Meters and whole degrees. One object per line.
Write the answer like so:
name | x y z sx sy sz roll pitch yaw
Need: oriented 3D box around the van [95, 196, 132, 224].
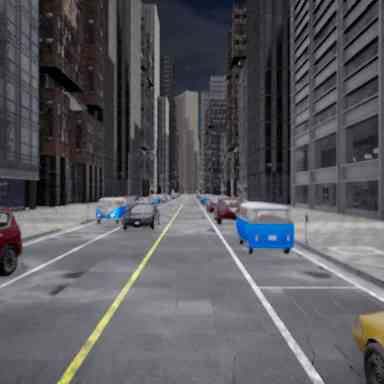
van | -5.821 1.319 24.338 1.690 1.788 3.998 0 0 0

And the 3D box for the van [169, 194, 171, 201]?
van | -5.928 1.289 69.214 1.690 1.788 3.998 0 0 0

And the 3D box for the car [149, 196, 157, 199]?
car | -5.862 1.517 41.166 2.008 1.369 4.403 0 0 0

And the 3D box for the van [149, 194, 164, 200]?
van | -5.888 1.300 52.385 1.690 1.788 3.998 0 0 0

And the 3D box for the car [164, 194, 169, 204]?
car | -5.915 1.391 63.604 1.967 1.590 4.097 0 0 0

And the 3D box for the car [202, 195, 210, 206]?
car | 2.664 1.407 41.195 1.967 1.590 4.097 0 0 0

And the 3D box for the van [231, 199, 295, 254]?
van | 2.731 1.330 13.150 1.690 1.788 3.998 0 0 0

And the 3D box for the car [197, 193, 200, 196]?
car | 2.582 1.472 75.021 1.752 1.417 4.829 0 0 0

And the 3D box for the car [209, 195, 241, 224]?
car | 2.704 1.294 24.368 2.192 1.841 5.009 0 0 0

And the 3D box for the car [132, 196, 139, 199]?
car | -5.835 1.289 29.947 2.192 1.841 5.009 0 0 0

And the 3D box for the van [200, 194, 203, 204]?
van | 2.637 1.301 52.414 1.690 1.788 3.998 0 0 0

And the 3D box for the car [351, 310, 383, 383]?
car | 2.757 1.524 2.102 1.752 1.417 4.829 0 0 0

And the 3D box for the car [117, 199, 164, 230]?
car | -3.051 1.459 20.911 1.882 1.535 5.008 0 0 0

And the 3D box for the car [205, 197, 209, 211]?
car | 2.677 1.516 35.587 1.887 1.381 4.507 0 0 0

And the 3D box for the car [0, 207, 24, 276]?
car | -5.781 1.307 7.509 2.192 1.841 5.009 0 0 0

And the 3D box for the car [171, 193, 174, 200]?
car | -5.955 1.471 80.262 1.752 1.417 4.829 0 0 0
